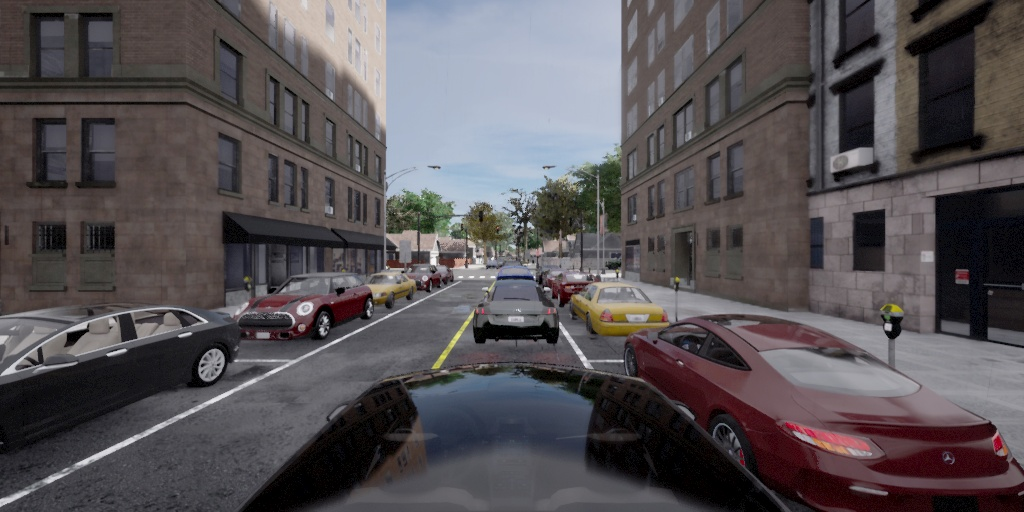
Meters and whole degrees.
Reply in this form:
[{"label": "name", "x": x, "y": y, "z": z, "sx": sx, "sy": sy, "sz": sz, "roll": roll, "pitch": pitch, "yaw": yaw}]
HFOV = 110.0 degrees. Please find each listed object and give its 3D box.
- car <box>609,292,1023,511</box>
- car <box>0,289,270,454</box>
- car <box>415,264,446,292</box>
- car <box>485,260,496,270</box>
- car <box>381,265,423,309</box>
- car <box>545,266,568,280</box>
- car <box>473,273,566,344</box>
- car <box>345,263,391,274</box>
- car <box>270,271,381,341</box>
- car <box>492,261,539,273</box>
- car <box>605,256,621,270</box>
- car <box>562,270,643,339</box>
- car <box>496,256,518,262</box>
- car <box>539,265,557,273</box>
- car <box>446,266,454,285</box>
[{"label": "car", "x": 2.641, "y": 1.332, "z": 4.201, "sx": 1.802, "sy": 1.307, "sz": 4.207, "roll": 0, "pitch": 0, "yaw": 0}, {"label": "car", "x": -5.384, "y": 1.300, "z": 4.219, "sx": 2.007, "sy": 1.370, "sz": 4.403, "roll": 0, "pitch": 0, "yaw": 0}, {"label": "car", "x": -5.338, "y": 1.197, "z": 20.775, "sx": 1.967, "sy": 1.591, "sz": 4.097, "roll": 0, "pitch": 0, "yaw": 0}, {"label": "car", "x": -2.936, "y": 1.333, "z": 53.745, "sx": 2.033, "sy": 1.411, "sz": 5.357, "roll": 0, "pitch": 0, "yaw": 0}, {"label": "car", "x": -5.354, "y": 1.279, "z": 15.086, "sx": 1.751, "sy": 1.417, "sz": 4.829, "roll": 0, "pitch": 0, "yaw": 0}, {"label": "car", "x": 2.671, "y": 1.299, "z": 15.237, "sx": 1.888, "sy": 1.381, "sz": 4.507, "roll": 0, "pitch": 0, "yaw": 0}, {"label": "car", "x": 0.111, "y": 1.316, "z": 9.636, "sx": 1.994, "sy": 1.385, "sz": 4.181, "roll": 0, "pitch": 0, "yaw": 1}, {"label": "car", "x": -17.088, "y": 1.465, "z": 42.616, "sx": 4.718, "sy": 1.301, "sz": 1.895, "roll": 0, "pitch": 0, "yaw": -2}, {"label": "car", "x": -5.369, "y": 1.191, "z": 9.738, "sx": 1.967, "sy": 1.591, "sz": 4.097, "roll": 0, "pitch": 0, "yaw": 0}, {"label": "car", "x": 0.123, "y": 1.233, "z": 18.628, "sx": 1.882, "sy": 1.535, "sz": 5.008, "roll": 0, "pitch": 0, "yaw": -1}, {"label": "car", "x": 15.610, "y": 0.891, "z": 49.213, "sx": 5.566, "sy": 2.045, "sz": 2.150, "roll": 0, "pitch": 0, "yaw": 0}, {"label": "car", "x": 2.657, "y": 1.277, "z": 9.889, "sx": 1.751, "sy": 1.417, "sz": 4.829, "roll": 0, "pitch": 0, "yaw": 0}, {"label": "car", "x": 0.071, "y": 1.113, "z": 27.854, "sx": 2.097, "sy": 1.767, "sz": 4.553, "roll": 0, "pitch": 0, "yaw": 0}, {"label": "car", "x": 2.687, "y": 1.339, "z": 20.755, "sx": 1.802, "sy": 1.307, "sz": 4.207, "roll": 0, "pitch": 0, "yaw": 0}, {"label": "car", "x": -5.323, "y": 1.342, "z": 26.295, "sx": 1.802, "sy": 1.307, "sz": 4.207, "roll": 0, "pitch": 0, "yaw": 0}]
